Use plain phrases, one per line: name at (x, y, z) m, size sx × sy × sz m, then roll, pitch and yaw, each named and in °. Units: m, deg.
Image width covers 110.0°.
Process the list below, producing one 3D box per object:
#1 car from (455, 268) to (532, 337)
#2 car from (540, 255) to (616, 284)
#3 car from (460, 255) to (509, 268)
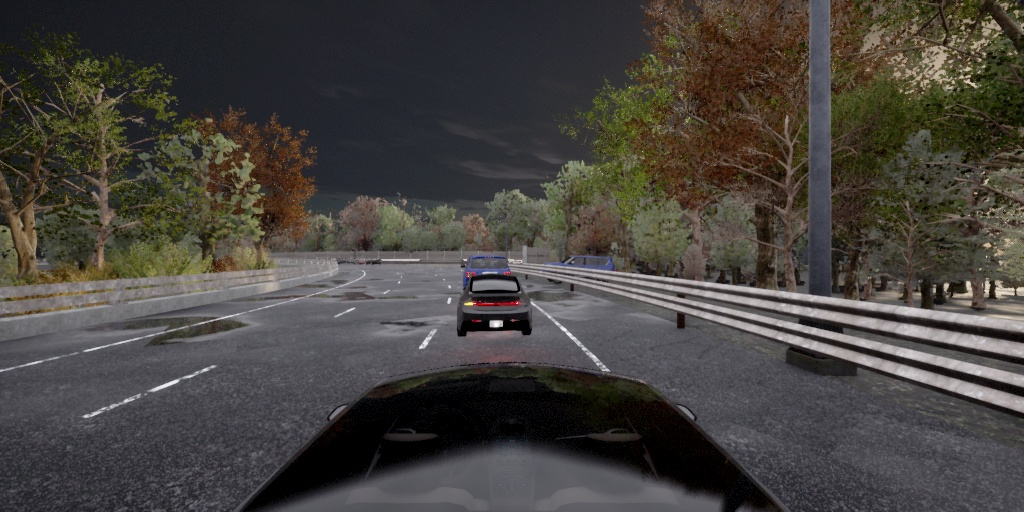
car at (-0.560, 1.254, 10.355) m, size 1.837 × 1.490 × 4.892 m, roll 0°, pitch 0°, yaw -5°
car at (4.829, 0.950, 26.145) m, size 5.566 × 2.045 × 2.150 m, roll 3°, pitch 1°, yaw -9°
car at (-1.330, 0.971, 17.832) m, size 2.150 × 2.045 × 5.566 m, roll 0°, pitch 0°, yaw -8°
